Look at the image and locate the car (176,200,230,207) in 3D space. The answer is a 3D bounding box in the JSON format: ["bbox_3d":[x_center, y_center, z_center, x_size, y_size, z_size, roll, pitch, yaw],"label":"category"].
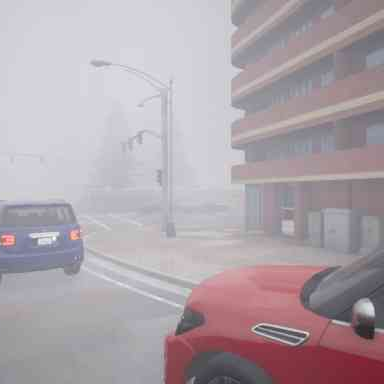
[{"bbox_3d":[1.105,1.656,34.237,4.718,1.301,1.895,0,0,-23],"label":"car"}]

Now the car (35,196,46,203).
[{"bbox_3d":[-33.261,1.540,73.024,2.033,1.411,5.357,0,0,-23],"label":"car"}]

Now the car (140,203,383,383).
[{"bbox_3d":[2.364,1.221,2.441,5.566,2.045,2.150,0,0,36],"label":"car"}]

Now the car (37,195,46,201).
[{"bbox_3d":[-37.290,1.478,82.497,1.882,1.535,5.008,0,0,-23],"label":"car"}]

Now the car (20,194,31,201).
[{"bbox_3d":[-40.464,1.355,81.017,2.097,1.767,4.553,0,0,-23],"label":"car"}]

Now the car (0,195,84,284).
[{"bbox_3d":[-4.941,1.221,9.792,2.150,2.045,5.566,0,0,-36],"label":"car"}]

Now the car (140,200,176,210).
[{"bbox_3d":[-3.352,1.581,36.150,4.674,1.442,1.812,0,0,-23],"label":"car"}]

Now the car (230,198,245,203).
[{"bbox_3d":[5.172,1.533,39.723,5.008,1.535,1.882,0,0,-23],"label":"car"}]
